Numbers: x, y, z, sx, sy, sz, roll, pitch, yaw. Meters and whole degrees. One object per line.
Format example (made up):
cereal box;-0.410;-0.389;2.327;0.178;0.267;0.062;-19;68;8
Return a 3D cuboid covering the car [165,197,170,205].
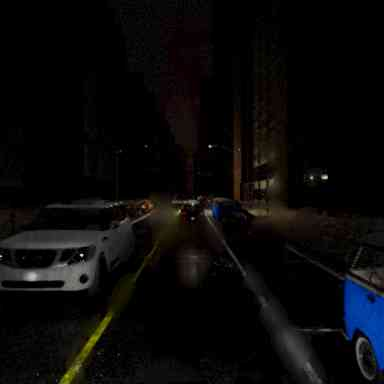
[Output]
car;-5.886;1.837;65.224;1.887;1.381;4.507;0;0;0

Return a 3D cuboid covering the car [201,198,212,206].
car;2.650;1.792;59.736;1.752;1.417;4.829;0;0;0

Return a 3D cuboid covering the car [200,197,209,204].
car;2.628;1.866;70.921;1.887;1.381;4.507;0;0;0

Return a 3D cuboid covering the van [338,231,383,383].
van;2.757;1.353;2.792;1.690;1.788;3.998;0;0;0

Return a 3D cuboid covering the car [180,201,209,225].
car;0.048;1.635;24.964;1.812;1.442;4.674;0;0;0

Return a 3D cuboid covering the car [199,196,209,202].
car;2.661;1.555;53.889;2.192;1.841;5.009;0;0;0

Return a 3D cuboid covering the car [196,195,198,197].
car;2.607;1.819;82.276;1.967;1.590;4.097;0;0;0

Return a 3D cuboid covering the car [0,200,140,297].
car;-3.017;1.260;9.031;2.150;2.045;5.566;0;0;0

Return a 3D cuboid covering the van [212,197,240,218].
van;2.714;1.454;25.502;1.690;1.788;3.998;0;0;0

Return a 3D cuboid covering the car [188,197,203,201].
car;0.015;1.745;44.539;2.033;1.411;5.357;0;0;0

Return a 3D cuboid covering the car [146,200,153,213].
car;-5.832;1.602;36.838;1.967;1.590;4.097;0;0;0

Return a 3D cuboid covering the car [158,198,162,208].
car;-5.854;1.779;48.192;1.947;1.339;4.313;0;0;0

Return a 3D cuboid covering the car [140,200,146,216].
car;-5.822;1.688;31.160;2.008;1.369;4.403;0;0;0

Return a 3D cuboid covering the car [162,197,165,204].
car;-5.864;1.764;53.698;1.752;1.417;4.829;0;0;0

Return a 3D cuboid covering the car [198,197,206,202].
car;2.596;1.974;87.954;1.947;1.339;4.313;0;0;0

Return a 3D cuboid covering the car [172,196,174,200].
car;-5.907;1.893;76.578;1.887;1.381;4.507;0;0;0

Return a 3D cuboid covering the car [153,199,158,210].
car;-5.843;1.712;42.344;1.752;1.417;4.829;0;0;0

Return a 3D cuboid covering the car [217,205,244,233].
car;2.725;1.669;19.823;1.802;1.307;4.206;0;0;0

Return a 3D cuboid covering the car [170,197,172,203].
car;-5.897;1.844;70.731;1.752;1.417;4.829;0;0;0

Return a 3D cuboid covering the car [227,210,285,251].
car;2.735;1.643;14.145;1.802;1.307;4.206;0;0;0

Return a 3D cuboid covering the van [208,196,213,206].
van;2.703;1.479;31.180;1.690;1.788;3.998;0;0;0
